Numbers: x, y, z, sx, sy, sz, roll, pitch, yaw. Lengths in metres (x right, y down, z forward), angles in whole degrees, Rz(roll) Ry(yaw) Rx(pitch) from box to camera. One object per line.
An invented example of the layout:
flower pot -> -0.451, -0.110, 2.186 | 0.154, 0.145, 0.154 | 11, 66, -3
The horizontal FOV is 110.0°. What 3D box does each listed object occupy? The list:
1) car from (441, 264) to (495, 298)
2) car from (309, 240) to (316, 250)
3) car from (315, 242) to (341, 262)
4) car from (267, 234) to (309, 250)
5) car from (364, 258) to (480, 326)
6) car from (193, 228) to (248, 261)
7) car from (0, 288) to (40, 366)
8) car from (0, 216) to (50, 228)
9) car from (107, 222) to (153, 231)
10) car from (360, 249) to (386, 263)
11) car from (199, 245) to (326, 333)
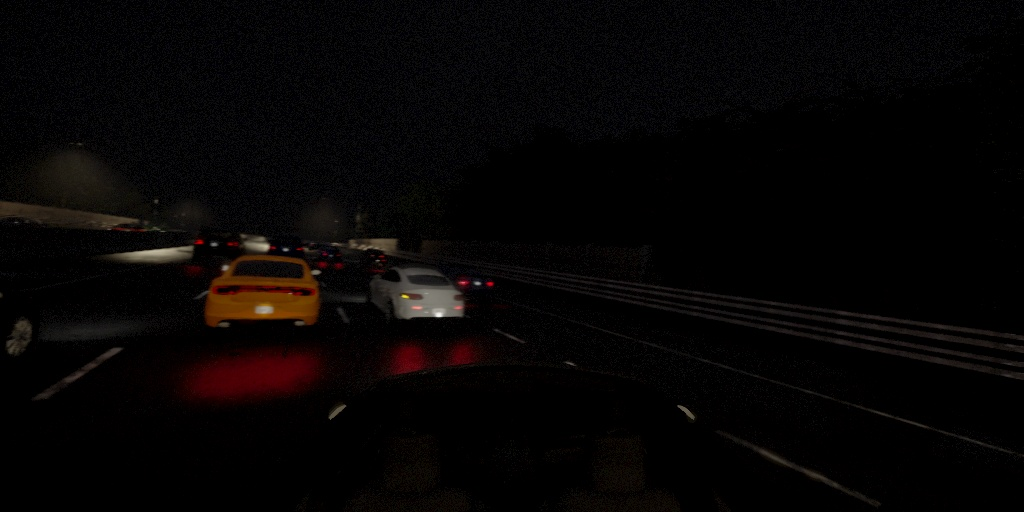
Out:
car -> -2.722, 1.081, 17.032 | 2.033, 1.411, 5.357 | 5, 0, -31
car -> -29.731, -1.474, 54.523 | 1.994, 1.385, 4.181 | 5, 0, -31
car -> -17.685, -0.322, 34.724 | 1.812, 1.442, 4.674 | 5, 0, -31
car -> -15.841, -0.448, 25.218 | 2.150, 2.045, 5.566 | 5, 0, -31
car -> -2.905, 1.031, 10.438 | 1.812, 1.442, 4.674 | 5, 0, -31
car -> -18.618, -0.705, 23.069 | 2.150, 2.045, 5.566 | 5, 0, -31
car -> -6.401, 0.675, 2.957 | 1.837, 1.490, 4.892 | 5, 0, -31
car -> -45.259, -2.886, 32.984 | 2.033, 1.411, 5.357 | 5, 0, -31
car -> -39.464, -2.548, 36.885 | 2.097, 1.767, 4.553 | 5, 0, -31
car -> -13.404, 0.057, 34.591 | 1.837, 1.490, 4.892 | 5, 0, -31
car -> -5.782, 0.716, 8.653 | 1.882, 1.535, 5.008 | 5, 0, -31
